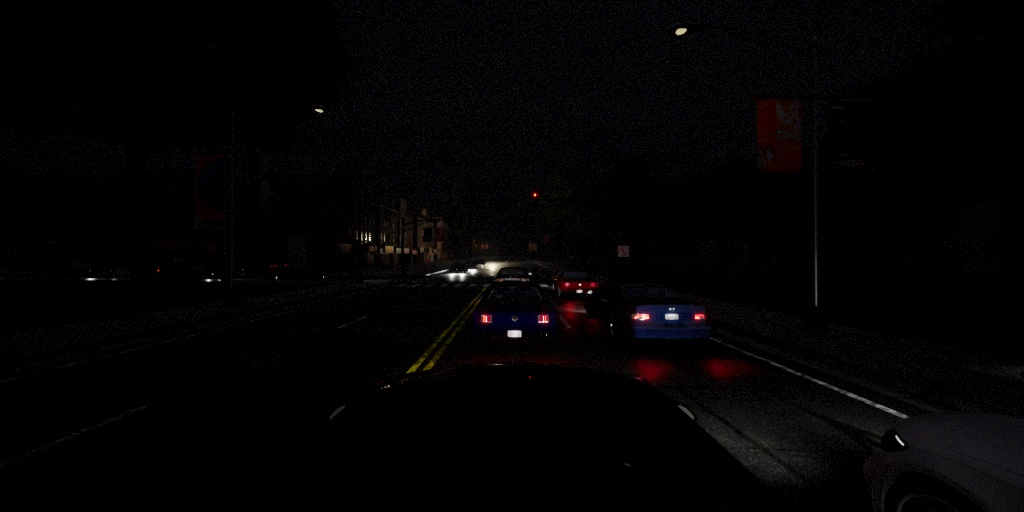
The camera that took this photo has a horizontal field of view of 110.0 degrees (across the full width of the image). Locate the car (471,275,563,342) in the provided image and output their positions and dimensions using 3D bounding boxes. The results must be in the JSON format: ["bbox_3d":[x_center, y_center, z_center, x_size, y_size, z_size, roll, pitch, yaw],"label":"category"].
[{"bbox_3d":[0.078,1.374,9.837,1.895,1.301,4.718,0,0,0],"label":"car"}]

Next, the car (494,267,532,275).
[{"bbox_3d":[0.045,1.313,19.178,1.882,1.535,5.008,0,0,0],"label":"car"}]

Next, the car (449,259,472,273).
[{"bbox_3d":[-6.618,1.426,44.874,1.994,1.385,4.181,0,0,0],"label":"car"}]

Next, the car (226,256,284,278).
[{"bbox_3d":[-23.860,1.034,33.081,5.566,2.045,2.150,1,0,2],"label":"car"}]

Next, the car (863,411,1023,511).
[{"bbox_3d":[3.344,1.275,0.487,1.812,1.442,4.674,0,0,0],"label":"car"}]

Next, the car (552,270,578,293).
[{"bbox_3d":[3.296,1.439,19.606,1.895,1.301,4.718,0,0,0],"label":"car"}]

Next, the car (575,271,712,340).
[{"bbox_3d":[3.328,1.321,9.963,2.033,1.411,5.357,0,0,0],"label":"car"}]

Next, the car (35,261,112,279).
[{"bbox_3d":[-36.884,1.164,30.260,5.008,1.535,1.882,0,0,0],"label":"car"}]

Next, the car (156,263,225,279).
[{"bbox_3d":[-27.260,1.325,30.248,4.181,1.385,1.994,0,0,0],"label":"car"}]

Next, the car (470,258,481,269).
[{"bbox_3d":[-6.612,1.264,57.468,2.128,1.511,4.902,0,1,0],"label":"car"}]

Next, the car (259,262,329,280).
[{"bbox_3d":[-18.098,1.449,30.251,4.718,1.301,1.895,1,0,0],"label":"car"}]
